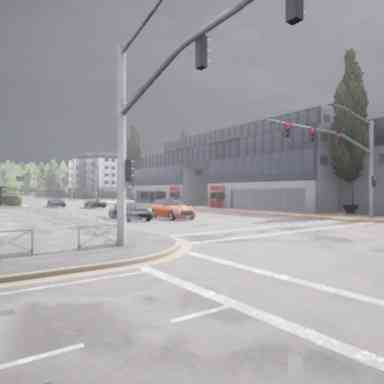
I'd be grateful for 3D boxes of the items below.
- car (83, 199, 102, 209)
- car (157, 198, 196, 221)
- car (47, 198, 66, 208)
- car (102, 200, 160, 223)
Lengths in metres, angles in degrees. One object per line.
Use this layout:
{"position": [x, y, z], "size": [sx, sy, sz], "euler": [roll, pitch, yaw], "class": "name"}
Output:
{"position": [-12.891, 1.598, 44.189], "size": [1.895, 1.301, 4.718], "euler": [0, 0, -34], "class": "car"}
{"position": [-1.596, 1.350, 27.409], "size": [2.097, 1.767, 4.553], "euler": [0, 0, -34], "class": "car"}
{"position": [-19.600, 1.546, 47.967], "size": [2.033, 1.411, 5.357], "euler": [0, 0, -33], "class": "car"}
{"position": [-4.897, 1.545, 26.028], "size": [2.033, 1.411, 5.357], "euler": [0, 0, -34], "class": "car"}
